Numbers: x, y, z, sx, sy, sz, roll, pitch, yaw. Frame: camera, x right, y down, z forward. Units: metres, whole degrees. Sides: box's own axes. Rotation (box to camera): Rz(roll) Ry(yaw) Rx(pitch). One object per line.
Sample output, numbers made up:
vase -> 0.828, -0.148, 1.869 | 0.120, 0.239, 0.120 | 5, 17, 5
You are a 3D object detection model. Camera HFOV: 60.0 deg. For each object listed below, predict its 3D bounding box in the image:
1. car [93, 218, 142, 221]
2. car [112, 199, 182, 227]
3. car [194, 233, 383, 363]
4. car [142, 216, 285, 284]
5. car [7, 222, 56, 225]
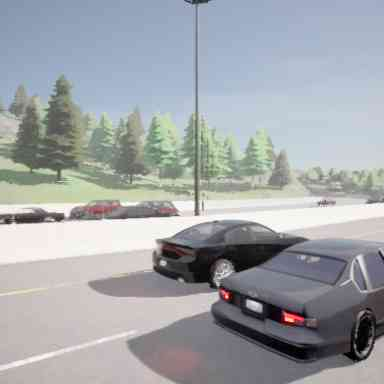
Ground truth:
car -> -3.578, 1.521, 18.925 | 5.008, 1.535, 1.882 | 0, 0, -38
car -> -3.130, 1.406, 23.781 | 4.553, 1.767, 2.097 | 0, 0, -39
car -> 2.817, 1.562, 5.942 | 5.357, 1.411, 2.033 | 0, 0, -37
car -> 1.296, 1.499, 9.218 | 5.008, 1.535, 1.882 | 0, 0, -37
car -> -11.058, 1.652, 21.897 | 4.718, 1.301, 1.895 | 0, 0, -37
